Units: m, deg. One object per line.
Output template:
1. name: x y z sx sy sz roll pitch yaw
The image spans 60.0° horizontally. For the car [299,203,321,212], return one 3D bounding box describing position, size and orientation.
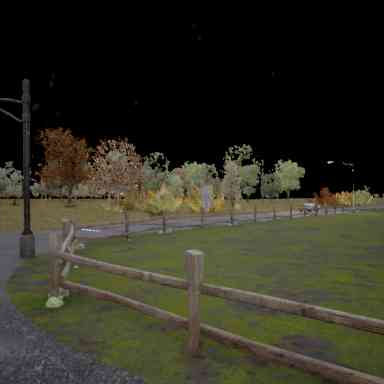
1. car: 18.819 2.449 53.000 2.033 1.411 5.357 -1 -2 40
